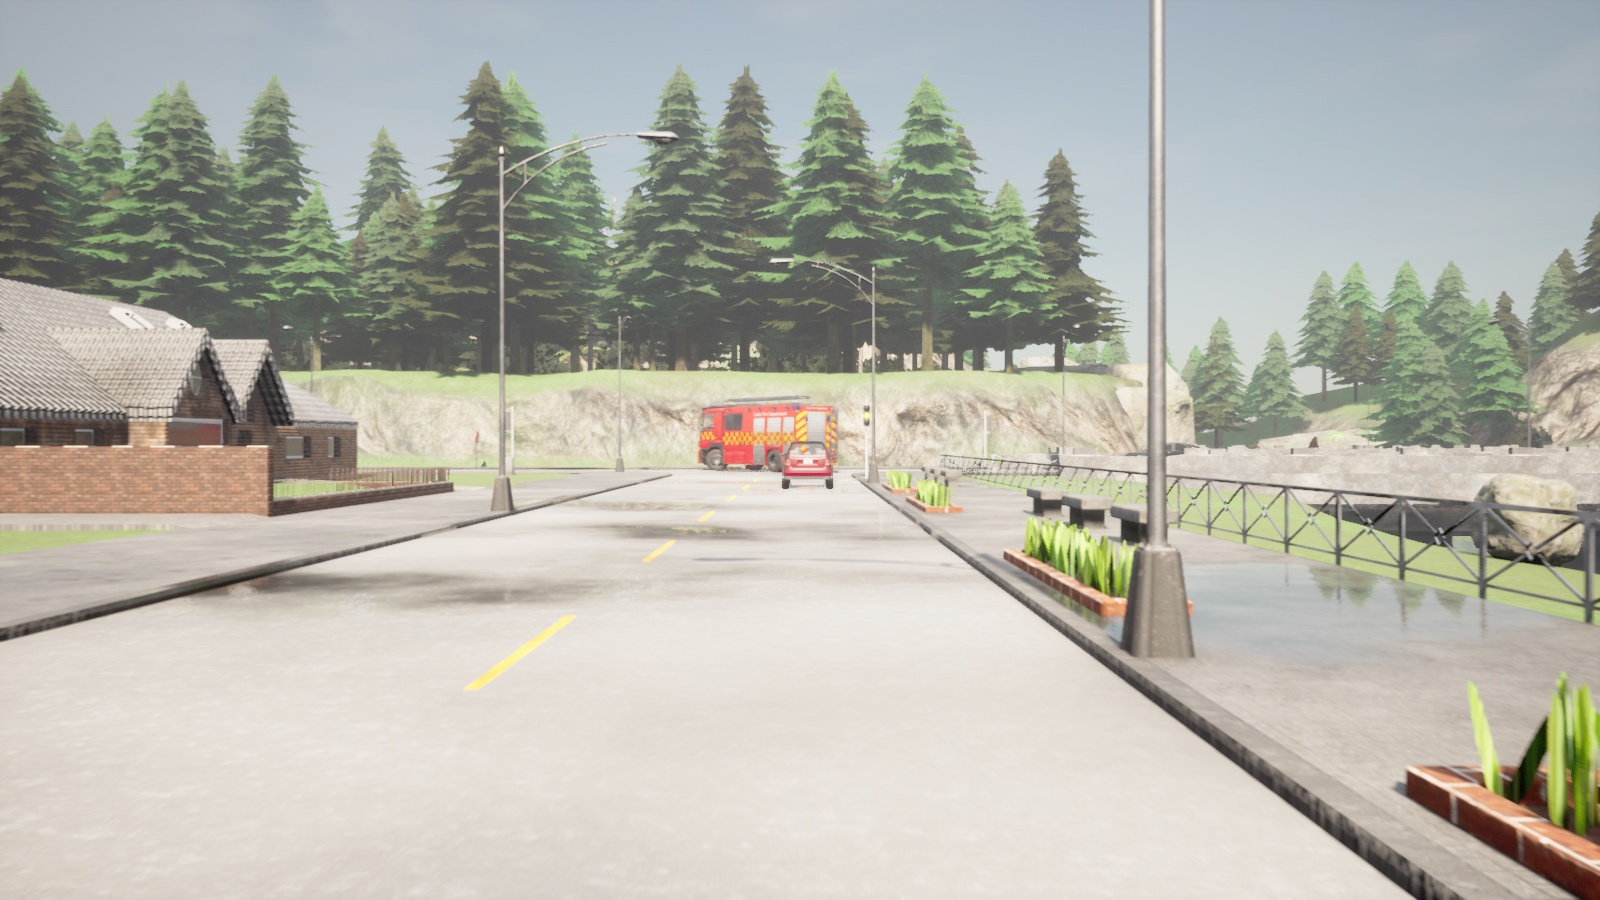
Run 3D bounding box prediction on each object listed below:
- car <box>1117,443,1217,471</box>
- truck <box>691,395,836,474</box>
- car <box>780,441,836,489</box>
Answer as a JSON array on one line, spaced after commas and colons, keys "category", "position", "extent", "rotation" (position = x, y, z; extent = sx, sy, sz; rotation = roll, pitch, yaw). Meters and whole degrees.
[{"category": "car", "position": [19.956, 0.382, 68.441], "extent": [4.892, 1.490, 1.837], "rotation": [0, 0, 0]}, {"category": "truck", "position": [-2.024, -0.786, 64.981], "extent": [2.891, 3.827, 8.468], "rotation": [0, 0, -40]}, {"category": "car", "position": [0.258, 0.484, 42.075], "extent": [1.789, 1.549, 3.705], "rotation": [0, 0, 0]}]
